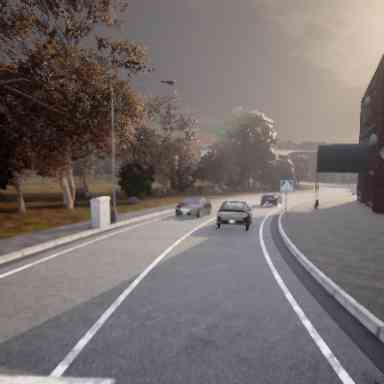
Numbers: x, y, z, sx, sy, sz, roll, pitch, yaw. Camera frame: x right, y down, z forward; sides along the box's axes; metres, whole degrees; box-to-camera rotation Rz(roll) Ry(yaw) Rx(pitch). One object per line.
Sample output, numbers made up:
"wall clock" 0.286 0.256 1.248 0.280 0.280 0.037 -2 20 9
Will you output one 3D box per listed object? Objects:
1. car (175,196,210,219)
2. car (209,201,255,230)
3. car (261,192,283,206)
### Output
"car" 0.193 1.089 25.157 2.128 1.511 4.902 2 2 17
"car" 2.611 1.284 19.804 2.128 1.511 4.902 1 1 12
"car" 9.410 0.787 39.025 1.837 1.490 4.892 2 3 25
